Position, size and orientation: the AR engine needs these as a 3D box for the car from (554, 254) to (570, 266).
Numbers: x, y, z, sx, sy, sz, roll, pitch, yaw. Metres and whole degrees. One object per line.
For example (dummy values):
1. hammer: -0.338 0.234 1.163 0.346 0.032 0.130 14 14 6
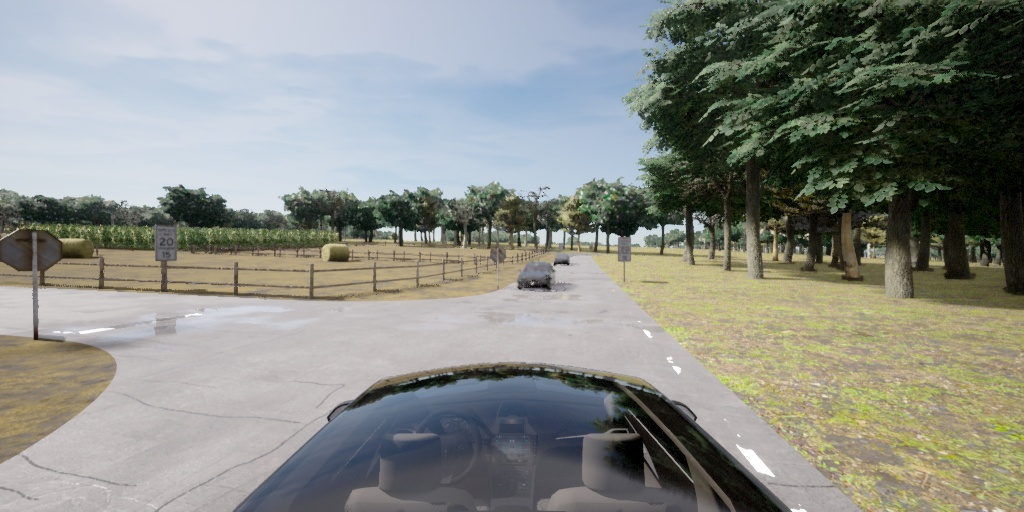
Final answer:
1. car: 6.632 0.487 47.322 1.882 1.535 5.008 0 1 11

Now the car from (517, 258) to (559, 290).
1. car: 1.488 1.103 20.689 1.837 1.490 4.892 0 1 11
